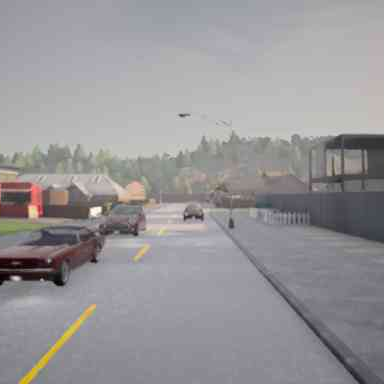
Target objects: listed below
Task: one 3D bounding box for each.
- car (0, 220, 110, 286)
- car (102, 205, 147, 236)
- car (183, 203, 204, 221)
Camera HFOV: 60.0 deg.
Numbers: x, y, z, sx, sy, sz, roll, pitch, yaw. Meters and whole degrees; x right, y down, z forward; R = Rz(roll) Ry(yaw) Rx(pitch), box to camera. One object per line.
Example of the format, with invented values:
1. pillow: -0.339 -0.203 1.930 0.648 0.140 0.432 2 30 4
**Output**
1. car: -4.081 1.731 9.930 1.895 1.301 4.718 0 -1 0
2. car: -4.043 1.617 20.166 2.097 1.767 4.553 0 -1 0
3. car: 0.139 2.018 31.443 1.895 1.301 4.718 0 -1 0
